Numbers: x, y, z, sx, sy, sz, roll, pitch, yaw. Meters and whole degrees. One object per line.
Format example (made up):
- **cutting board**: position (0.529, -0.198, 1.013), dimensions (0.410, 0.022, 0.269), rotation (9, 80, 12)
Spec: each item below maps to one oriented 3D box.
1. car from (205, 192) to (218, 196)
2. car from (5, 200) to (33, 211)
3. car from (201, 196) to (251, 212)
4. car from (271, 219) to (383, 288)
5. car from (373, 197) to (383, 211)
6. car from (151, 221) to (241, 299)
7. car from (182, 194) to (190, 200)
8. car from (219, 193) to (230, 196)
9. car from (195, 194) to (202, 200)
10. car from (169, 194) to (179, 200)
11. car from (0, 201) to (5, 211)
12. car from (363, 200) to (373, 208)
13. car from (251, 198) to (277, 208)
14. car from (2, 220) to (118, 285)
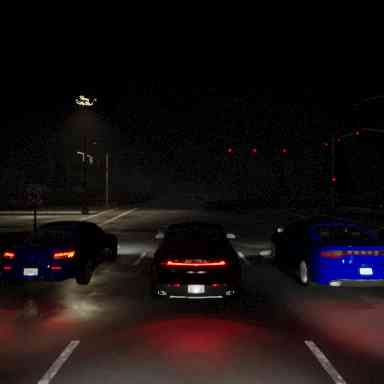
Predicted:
- **car**: position (5.289, 1.472, 92.261), dimensions (1.882, 1.535, 5.008), rotation (0, 0, 0)
- **car**: position (-20.960, 1.601, 38.136), dimensions (4.718, 1.301, 1.895), rotation (0, 0, -1)
- **car**: position (3.844, 1.491, 38.433), dimensions (4.902, 1.511, 2.128), rotation (0, 0, -1)
- **car**: position (3.589, 1.478, 9.307), dimensions (1.882, 1.535, 5.008), rotation (0, 0, 0)
- **car**: position (24.732, 1.221, 38.684), dimensions (5.566, 2.045, 2.150), rotation (0, 0, -1)
- **car**: position (0.087, 1.505, 8.430), dimensions (1.837, 1.490, 4.892), rotation (0, 0, 0)
- **car**: position (-1.709, 1.547, 92.706), dimensions (1.994, 1.385, 4.181), rotation (0, 0, 0)
- **car**: position (8.759, 1.355, 84.968), dimensions (2.097, 1.767, 4.553), rotation (0, 0, 0)
- **car**: position (1.789, 1.472, 92.275), dimensions (1.882, 1.535, 5.008), rotation (0, 0, 0)
- **car**: position (-5.207, 1.350, 93.074), dimensions (2.097, 1.767, 4.553), rotation (0, 0, 0)
- **car**: position (-20.092, 1.492, 29.946), dimensions (4.902, 1.511, 2.128), rotation (0, 0, -1)
- **car**: position (26.155, 1.505, 45.701), dimensions (4.892, 1.490, 1.837), rotation (0, 0, -1)
- **car**: position (9.584, 1.547, 48.175), dimensions (5.357, 1.411, 2.033), rotation (0, 0, 44)
- **car**: position (-3.414, 1.526, 9.353), dimensions (1.812, 1.442, 4.674), rotation (0, 0, 0)
